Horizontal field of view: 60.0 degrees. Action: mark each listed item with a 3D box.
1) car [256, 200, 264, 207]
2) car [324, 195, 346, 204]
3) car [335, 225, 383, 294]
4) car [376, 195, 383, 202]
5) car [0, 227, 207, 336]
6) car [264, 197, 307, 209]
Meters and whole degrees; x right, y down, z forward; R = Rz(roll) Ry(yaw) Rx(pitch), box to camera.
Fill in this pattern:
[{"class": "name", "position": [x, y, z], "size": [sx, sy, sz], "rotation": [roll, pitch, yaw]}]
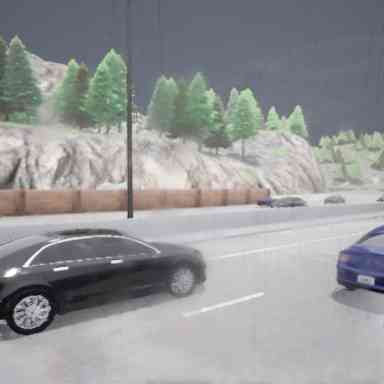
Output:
[{"class": "car", "position": [10.486, 1.274, 43.858], "size": [4.718, 1.301, 1.895], "rotation": [-1, 0, -43]}, {"class": "car", "position": [21.470, 1.117, 49.886], "size": [1.994, 1.385, 4.181], "rotation": [0, 0, 43]}, {"class": "car", "position": [5.080, 1.444, 7.544], "size": [4.674, 1.442, 1.812], "rotation": [-1, 0, -37]}, {"class": "car", "position": [26.448, 1.105, 44.967], "size": [1.994, 1.385, 4.181], "rotation": [0, 0, 44]}, {"class": "car", "position": [-1.912, 1.485, 6.739], "size": [4.892, 1.490, 1.837], "rotation": [-1, 1, -36]}, {"class": "car", "position": [9.830, 1.241, 33.818], "size": [4.892, 1.490, 1.837], "rotation": [0, 0, -41]}]
